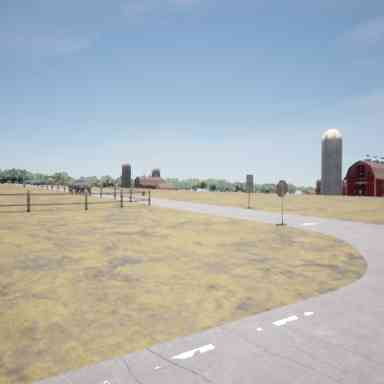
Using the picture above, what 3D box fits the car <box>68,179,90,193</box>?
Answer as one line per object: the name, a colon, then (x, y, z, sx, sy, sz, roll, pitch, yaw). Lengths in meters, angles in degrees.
car: (-17.236, -0.963, 50.906, 2.150, 2.045, 5.566, 2, 2, -36)
